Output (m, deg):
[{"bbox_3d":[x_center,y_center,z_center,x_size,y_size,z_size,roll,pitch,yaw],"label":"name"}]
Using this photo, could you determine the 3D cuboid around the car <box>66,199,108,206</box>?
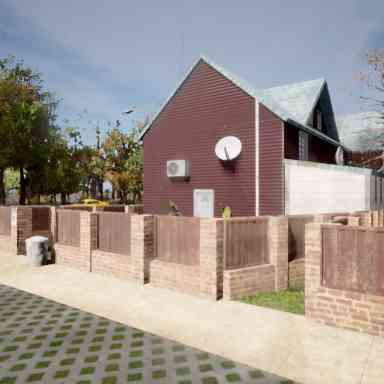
[{"bbox_3d":[-11.281,1.568,35.495,1.882,1.535,5.008,0,0,36],"label":"car"}]
